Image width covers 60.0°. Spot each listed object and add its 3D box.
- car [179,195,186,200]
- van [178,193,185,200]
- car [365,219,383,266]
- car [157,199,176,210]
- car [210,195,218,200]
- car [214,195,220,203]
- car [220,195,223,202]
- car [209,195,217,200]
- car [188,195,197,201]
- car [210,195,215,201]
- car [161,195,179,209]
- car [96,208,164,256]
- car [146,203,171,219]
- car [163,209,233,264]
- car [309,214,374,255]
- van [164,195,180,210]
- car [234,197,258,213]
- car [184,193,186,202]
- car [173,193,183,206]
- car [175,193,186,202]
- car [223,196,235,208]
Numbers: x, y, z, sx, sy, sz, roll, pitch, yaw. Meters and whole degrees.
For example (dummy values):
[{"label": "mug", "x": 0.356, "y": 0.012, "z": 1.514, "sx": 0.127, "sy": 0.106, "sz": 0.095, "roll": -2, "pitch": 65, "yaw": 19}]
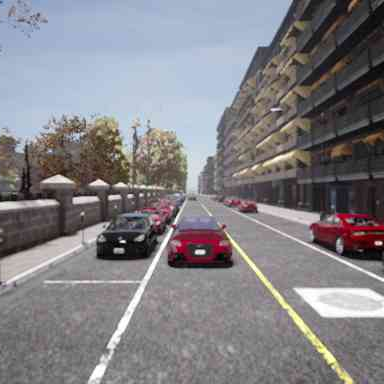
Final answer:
[{"label": "car", "x": -2.599, "y": 1.440, "z": 91.757, "sx": 1.802, "sy": 1.307, "sz": 4.206, "roll": 0, "pitch": 0, "yaw": 0}, {"label": "van", "x": -2.582, "y": 1.202, "z": 86.127, "sx": 1.690, "sy": 1.788, "sz": 3.998, "roll": 0, "pitch": 0, "yaw": 0}, {"label": "car", "x": 6.027, "y": 1.530, "z": 7.330, "sx": 2.008, "sy": 1.369, "sz": 4.403, "roll": 0, "pitch": 0, "yaw": 0}, {"label": "car", "x": -2.402, "y": 1.478, "z": 24.195, "sx": 1.887, "sy": 1.381, "sz": 4.507, "roll": 0, "pitch": 0, "yaw": 0}, {"label": "car", "x": 5.798, "y": 1.386, "z": 86.322, "sx": 1.752, "sy": 1.417, "sz": 4.829, "roll": 0, "pitch": 0, "yaw": 0}, {"label": "car", "x": 5.863, "y": 1.444, "z": 63.632, "sx": 1.947, "sy": 1.339, "sz": 4.313, "roll": 0, "pitch": 0, "yaw": 0}, {"label": "car", "x": 5.896, "y": 1.475, "z": 52.371, "sx": 1.802, "sy": 1.307, "sz": 4.206, "roll": 0, "pitch": 0, "yaw": 0}, {"label": "car", "x": 5.781, "y": 1.441, "z": 91.783, "sx": 1.802, "sy": 1.307, "sz": 4.206, "roll": 0, "pitch": 0, "yaw": 0}, {"label": "car", "x": 0.136, "y": 1.431, "z": 76.188, "sx": 1.994, "sy": 1.385, "sz": 4.181, "roll": 0, "pitch": 0, "yaw": 0}, {"label": "car", "x": 5.830, "y": 1.308, "z": 74.891, "sx": 1.967, "sy": 1.590, "sz": 4.097, "roll": 0, "pitch": 0, "yaw": 0}, {"label": "car", "x": -2.418, "y": 1.364, "z": 29.823, "sx": 1.967, "sy": 1.590, "sz": 4.097, "roll": 0, "pitch": 0, "yaw": 0}, {"label": "car", "x": -2.369, "y": 1.529, "z": 12.937, "sx": 1.947, "sy": 1.339, "sz": 4.313, "roll": 0, "pitch": 0, "yaw": 0}, {"label": "car", "x": -2.386, "y": 1.529, "z": 18.567, "sx": 1.802, "sy": 1.307, "sz": 4.206, "roll": 0, "pitch": 0, "yaw": 0}, {"label": "car", "x": 0.224, "y": 1.528, "z": 11.605, "sx": 1.994, "sy": 1.385, "sz": 4.181, "roll": 0, "pitch": 0, "yaw": 0}, {"label": "car", "x": 6.011, "y": 1.508, "z": 12.960, "sx": 1.887, "sy": 1.381, "sz": 4.507, "roll": 0, "pitch": 0, "yaw": 0}, {"label": "van", "x": -2.451, "y": 1.249, "z": 41.085, "sx": 1.690, "sy": 1.788, "sz": 3.998, "roll": 0, "pitch": 0, "yaw": 0}, {"label": "car", "x": 5.945, "y": 1.498, "z": 35.479, "sx": 1.802, "sy": 1.307, "sz": 4.206, "roll": 0, "pitch": 0, "yaw": 0}, {"label": "car", "x": -2.517, "y": 1.444, "z": 63.607, "sx": 1.947, "sy": 1.339, "sz": 4.313, "roll": 0, "pitch": 0, "yaw": 0}, {"label": "car", "x": -2.436, "y": 1.231, "z": 35.454, "sx": 2.192, "sy": 1.841, "sz": 5.009, "roll": 0, "pitch": 0, "yaw": 0}, {"label": "car", "x": -2.549, "y": 1.182, "z": 74.867, "sx": 2.192, "sy": 1.841, "sz": 5.009, "roll": 0, "pitch": 0, "yaw": 0}, {"label": "car", "x": 5.912, "y": 1.341, "z": 46.740, "sx": 1.967, "sy": 1.590, "sz": 4.097, "roll": 0, "pitch": 0, "yaw": 0}]
